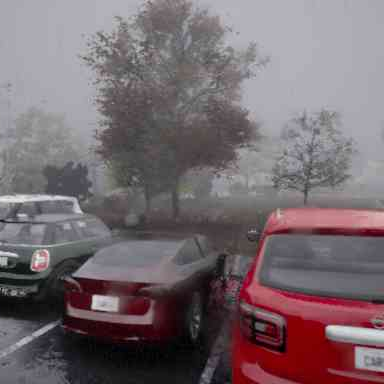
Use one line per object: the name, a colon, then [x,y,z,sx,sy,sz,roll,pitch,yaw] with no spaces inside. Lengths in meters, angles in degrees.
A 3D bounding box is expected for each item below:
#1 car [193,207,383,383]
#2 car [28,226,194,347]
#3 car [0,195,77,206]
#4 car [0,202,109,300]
car: [1.930,1.229,4.775,2.435,2.045,5.566,0,0,15]
car: [-0.503,1.485,6.491,2.163,1.488,4.792,1,0,15]
car: [-5.382,1.121,9.836,2.435,2.045,5.566,2,0,14]
car: [-2.947,1.293,8.139,2.185,1.767,4.553,1,0,15]
